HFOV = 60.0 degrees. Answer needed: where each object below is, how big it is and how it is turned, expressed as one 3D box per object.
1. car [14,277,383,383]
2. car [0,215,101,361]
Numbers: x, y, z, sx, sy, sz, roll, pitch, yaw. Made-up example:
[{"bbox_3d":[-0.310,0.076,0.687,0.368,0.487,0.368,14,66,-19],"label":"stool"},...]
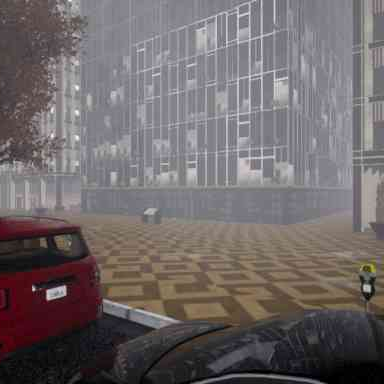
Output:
[{"bbox_3d":[0.896,1.566,2.238,4.313,1.339,1.947,0,0,36],"label":"car"},{"bbox_3d":[-3.596,1.315,5.451,5.009,1.841,2.192,0,0,36],"label":"car"}]
